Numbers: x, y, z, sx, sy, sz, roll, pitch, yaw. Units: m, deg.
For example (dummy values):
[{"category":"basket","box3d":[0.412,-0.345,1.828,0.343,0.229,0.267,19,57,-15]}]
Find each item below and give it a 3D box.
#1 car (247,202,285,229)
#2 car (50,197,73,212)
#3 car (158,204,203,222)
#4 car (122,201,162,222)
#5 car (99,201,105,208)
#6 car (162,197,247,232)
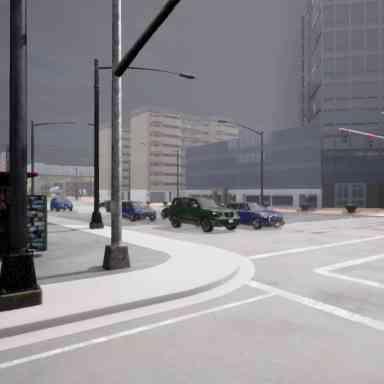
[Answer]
[{"category":"car","box3d":[4.004,1.459,22.501,2.097,1.767,4.553,0,-1,-36]},{"category":"car","box3d":[-19.120,1.802,48.562,2.150,2.045,5.566,0,-1,-36]},{"category":"car","box3d":[-1.072,1.769,29.491,1.994,1.385,4.181,0,-1,-36]},{"category":"car","box3d":[-4.918,1.581,28.837,2.097,1.767,4.553,0,-1,-36]},{"category":"car","box3d":[-15.873,2.281,62.131,1.994,1.385,4.181,0,-1,-36]},{"category":"car","box3d":[0.598,1.335,21.235,2.150,2.045,5.566,0,-1,-36]}]
